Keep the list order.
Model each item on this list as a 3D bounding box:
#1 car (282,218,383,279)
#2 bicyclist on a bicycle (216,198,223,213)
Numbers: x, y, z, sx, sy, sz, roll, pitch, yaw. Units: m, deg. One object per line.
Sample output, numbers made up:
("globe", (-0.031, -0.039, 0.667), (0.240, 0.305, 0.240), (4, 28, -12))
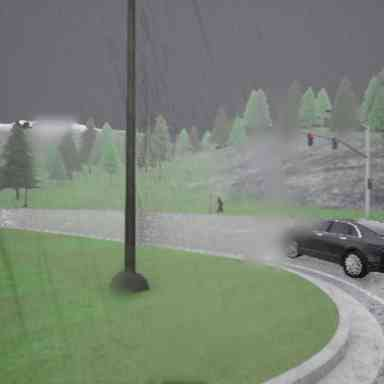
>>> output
("car", (4.709, 1.561, 10.329), (1.837, 1.490, 4.892), (4, -1, -17))
("bicyclist on a bicycle", (2.982, 1.434, 35.716), (0.582, 1.620, 1.656), (0, 0, 34))
